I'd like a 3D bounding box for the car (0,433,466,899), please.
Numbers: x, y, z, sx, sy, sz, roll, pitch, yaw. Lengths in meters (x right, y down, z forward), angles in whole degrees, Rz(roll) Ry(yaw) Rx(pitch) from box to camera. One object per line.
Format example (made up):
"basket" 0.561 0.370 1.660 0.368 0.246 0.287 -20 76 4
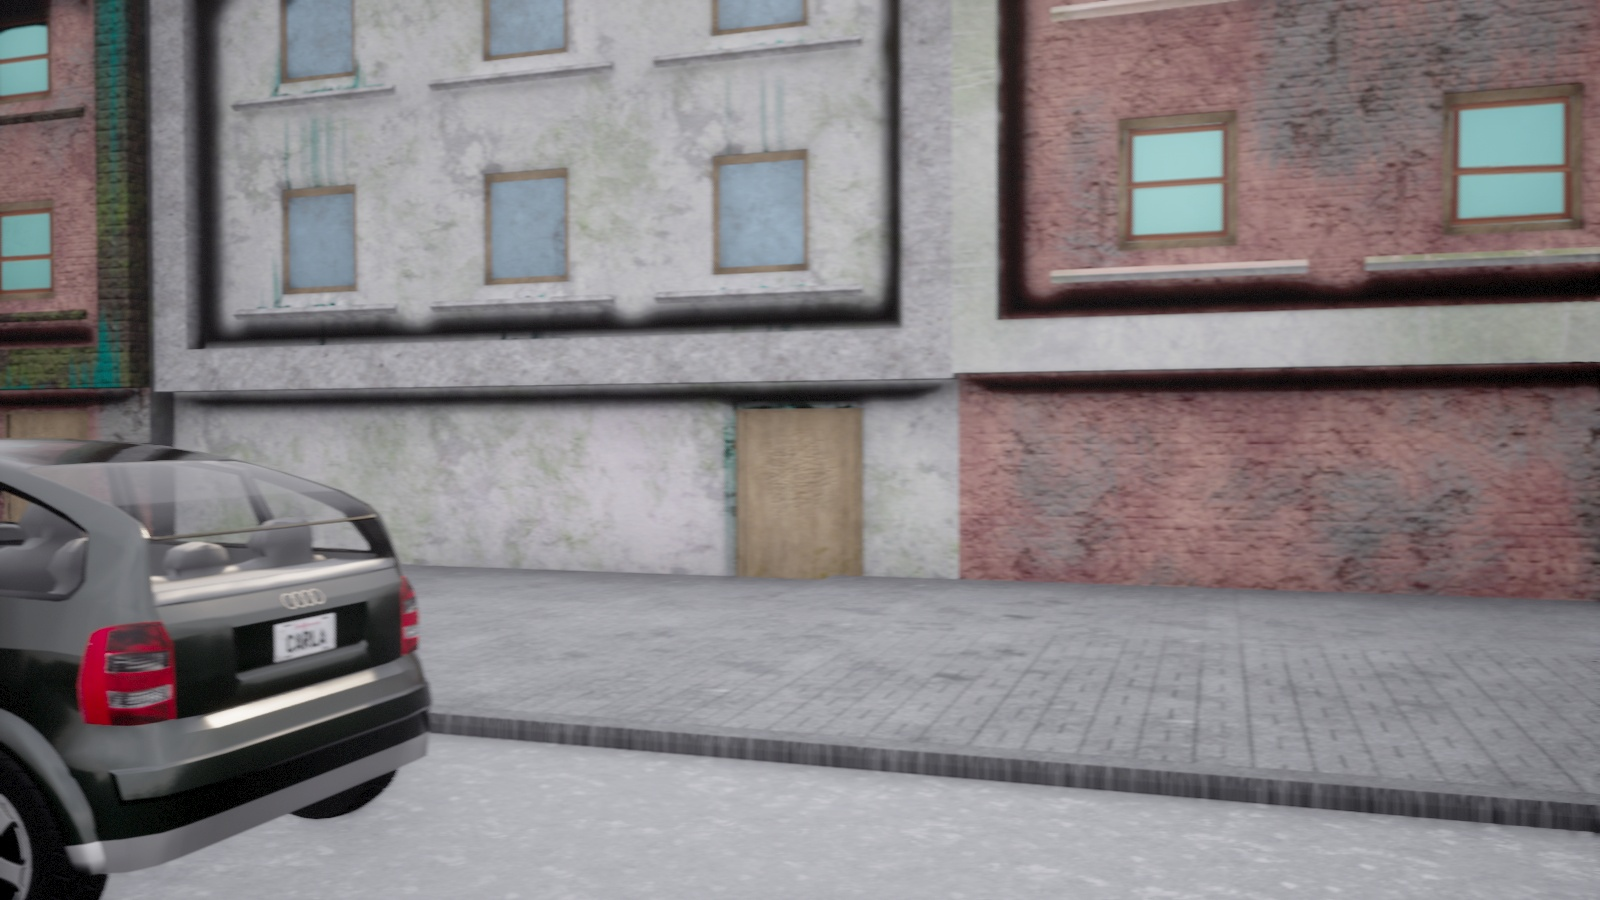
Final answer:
"car" -3.402 0.714 4.864 3.705 1.549 1.789 1 1 19
